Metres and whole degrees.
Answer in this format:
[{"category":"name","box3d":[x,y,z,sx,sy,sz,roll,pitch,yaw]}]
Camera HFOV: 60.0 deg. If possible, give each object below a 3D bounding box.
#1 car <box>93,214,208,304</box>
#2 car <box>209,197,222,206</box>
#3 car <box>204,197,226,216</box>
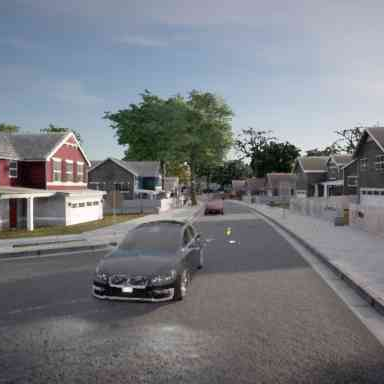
[{"category":"car","box3d":[-0.813,1.547,8.515,1.837,1.490,4.892,0,0,9]},{"category":"car","box3d":[3.988,1.575,57.026,2.128,1.511,4.902,0,0,3]},{"category":"car","box3d":[2.270,1.533,32.757,1.882,1.535,5.008,0,0,6]}]
